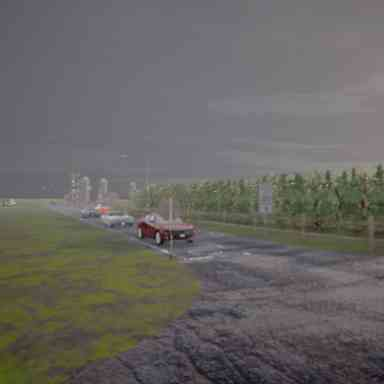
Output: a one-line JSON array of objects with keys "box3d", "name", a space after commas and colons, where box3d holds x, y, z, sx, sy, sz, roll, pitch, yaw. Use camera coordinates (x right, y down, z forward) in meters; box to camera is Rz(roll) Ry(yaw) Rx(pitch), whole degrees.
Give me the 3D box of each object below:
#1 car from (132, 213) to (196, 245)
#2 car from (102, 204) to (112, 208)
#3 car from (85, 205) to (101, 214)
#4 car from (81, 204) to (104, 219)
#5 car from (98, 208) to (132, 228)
[{"box3d": [-1.511, 1.871, 18.145, 1.882, 1.535, 5.008, 0, -1, -25], "name": "car"}, {"box3d": [-13.176, 2.568, 49.553, 2.097, 1.767, 4.553, 0, -1, -25], "name": "car"}, {"box3d": [-17.521, 3.030, 58.681, 1.994, 1.385, 4.181, 0, -1, -25], "name": "car"}, {"box3d": [-12.916, 2.613, 42.209, 1.994, 1.385, 4.181, 0, -1, -25], "name": "car"}, {"box3d": [-6.410, 2.274, 28.457, 1.895, 1.301, 4.718, 0, -1, -25], "name": "car"}]
